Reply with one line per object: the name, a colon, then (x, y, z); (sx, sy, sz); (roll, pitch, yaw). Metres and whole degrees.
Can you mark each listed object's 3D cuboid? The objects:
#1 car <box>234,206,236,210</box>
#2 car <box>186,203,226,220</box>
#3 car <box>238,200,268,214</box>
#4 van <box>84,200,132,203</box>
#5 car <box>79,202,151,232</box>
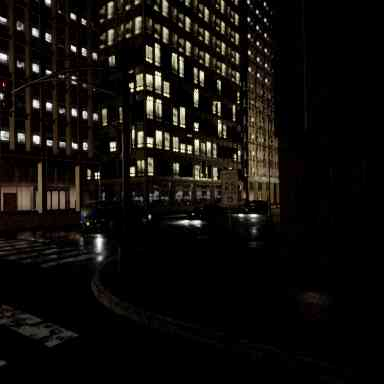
car: (6.913, 1.689, 41.355); (1.752, 1.417, 4.829); (-2, -1, 36)
car: (1.260, 1.649, 29.031); (1.994, 1.385, 4.181); (-1, -1, 36)
car: (7.155, 1.631, 37.221); (1.812, 1.442, 4.674); (-1, -1, 36)
van: (-5.941, 1.460, 23.460); (1.690, 1.788, 3.998); (-2, -1, 36)
car: (-4.598, 1.571, 20.925); (1.837, 1.490, 4.892); (-1, -1, 33)
